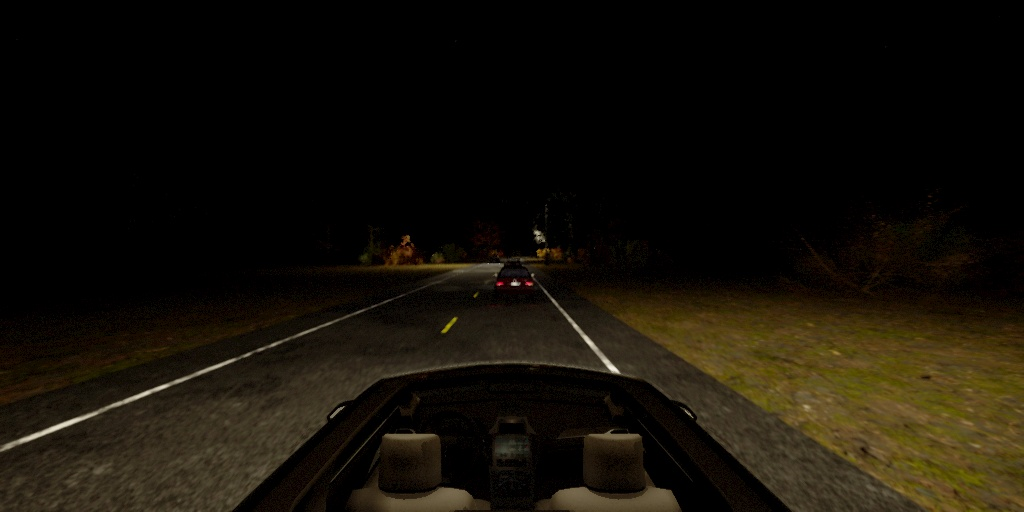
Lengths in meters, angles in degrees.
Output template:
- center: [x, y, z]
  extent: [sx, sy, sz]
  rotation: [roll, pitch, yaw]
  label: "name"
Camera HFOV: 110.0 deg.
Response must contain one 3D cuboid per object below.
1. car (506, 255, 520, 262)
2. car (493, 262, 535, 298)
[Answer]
- center: [0.116, 0.985, 37.274]
  extent: [2.128, 1.511, 4.902]
  rotation: [0, 0, 0]
  label: "car"
- center: [0.108, 1.184, 17.392]
  extent: [2.033, 1.411, 5.357]
  rotation: [0, 0, 0]
  label: "car"
